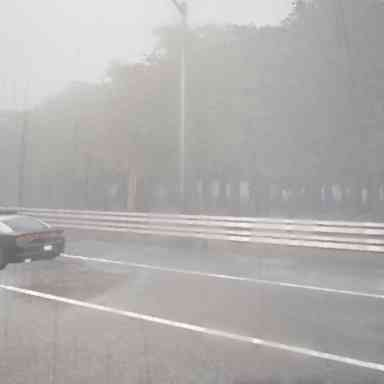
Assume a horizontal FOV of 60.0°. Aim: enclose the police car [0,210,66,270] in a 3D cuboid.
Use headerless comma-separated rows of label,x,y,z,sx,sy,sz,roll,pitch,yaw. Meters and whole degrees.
police car,-6.491,1.435,11.039,5.238,1.638,1.930,0,0,29
